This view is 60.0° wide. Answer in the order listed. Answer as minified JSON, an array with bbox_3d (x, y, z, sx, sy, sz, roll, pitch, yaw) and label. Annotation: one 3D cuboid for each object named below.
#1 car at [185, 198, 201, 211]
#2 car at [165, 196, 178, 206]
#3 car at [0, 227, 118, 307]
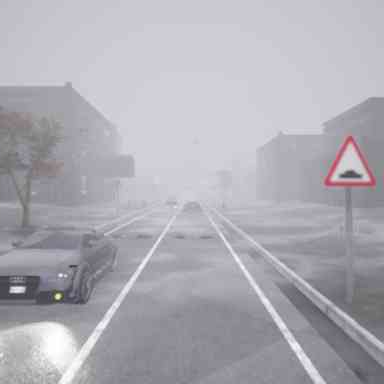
[{"bbox_3d":[0.106,1.402,38.866,1.812,1.442,4.674,0,0,0],"label":"car"},{"bbox_3d":[-3.070,1.346,51.381,2.033,1.411,5.357,0,0,0],"label":"car"},{"bbox_3d":[-3.100,1.547,7.911,1.994,1.385,4.181,0,0,0],"label":"car"}]
